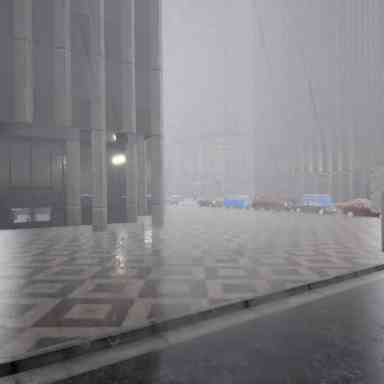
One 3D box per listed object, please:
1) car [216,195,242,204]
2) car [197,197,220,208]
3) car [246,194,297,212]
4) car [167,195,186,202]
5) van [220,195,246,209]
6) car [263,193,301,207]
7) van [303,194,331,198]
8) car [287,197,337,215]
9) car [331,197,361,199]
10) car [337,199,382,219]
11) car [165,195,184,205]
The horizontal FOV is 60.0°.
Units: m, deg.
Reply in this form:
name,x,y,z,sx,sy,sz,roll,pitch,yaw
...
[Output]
name,x,y,z,sx,sy,sz,roll,pitch,yaw
car,6.214,1.296,56.431,1.752,1.417,4.829,-1,1,-36
car,2.582,1.372,46.843,1.967,1.590,4.097,-1,1,-36
car,9.016,1.290,37.858,2.192,1.841,5.009,-1,1,-36
car,-3.334,1.258,69.771,2.008,1.369,4.403,-1,1,-36
van,5.798,1.294,42.351,1.690,1.788,3.998,-1,1,-36
car,12.742,1.130,47.305,2.192,1.841,5.009,-1,1,-36
van,15.958,1.178,42.813,1.690,1.788,3.998,-1,1,-36
car,12.235,1.549,33.369,2.008,1.369,4.403,-1,1,-36
car,19.076,1.385,38.461,1.752,1.417,4.829,-1,1,-36
car,15.453,1.567,28.877,1.887,1.381,4.507,-1,1,-36
car,-3.852,1.439,55.828,2.008,1.369,4.403,-1,1,-36
